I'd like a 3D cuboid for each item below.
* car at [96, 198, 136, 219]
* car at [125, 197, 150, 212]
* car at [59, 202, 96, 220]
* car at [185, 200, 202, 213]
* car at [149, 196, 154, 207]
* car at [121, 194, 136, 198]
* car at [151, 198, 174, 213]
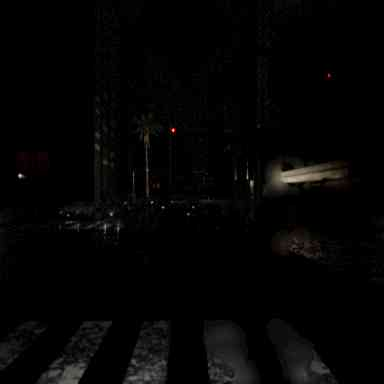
[{"bbox_3d":[-6.573,1.539,29.308,2.128,1.511,4.902,0,0,-2],"label":"car"},{"bbox_3d":[-6.543,1.599,39.394,1.812,1.442,4.674,0,0,0],"label":"car"},{"bbox_3d":[-9.813,1.572,28.705,1.812,1.442,4.674,0,0,0],"label":"car"},{"bbox_3d":[0.142,1.636,38.962,1.994,1.385,4.181,0,0,0],"label":"car"},{"bbox_3d":[-6.529,1.461,49.445,2.097,1.767,4.553,0,0,0],"label":"car"},{"bbox_3d":[-9.769,1.334,50.601,2.150,2.045,5.566,0,0,1],"label":"car"},{"bbox_3d":[-3.110,1.633,37.740,1.994,1.385,4.181,0,0,0],"label":"car"}]
